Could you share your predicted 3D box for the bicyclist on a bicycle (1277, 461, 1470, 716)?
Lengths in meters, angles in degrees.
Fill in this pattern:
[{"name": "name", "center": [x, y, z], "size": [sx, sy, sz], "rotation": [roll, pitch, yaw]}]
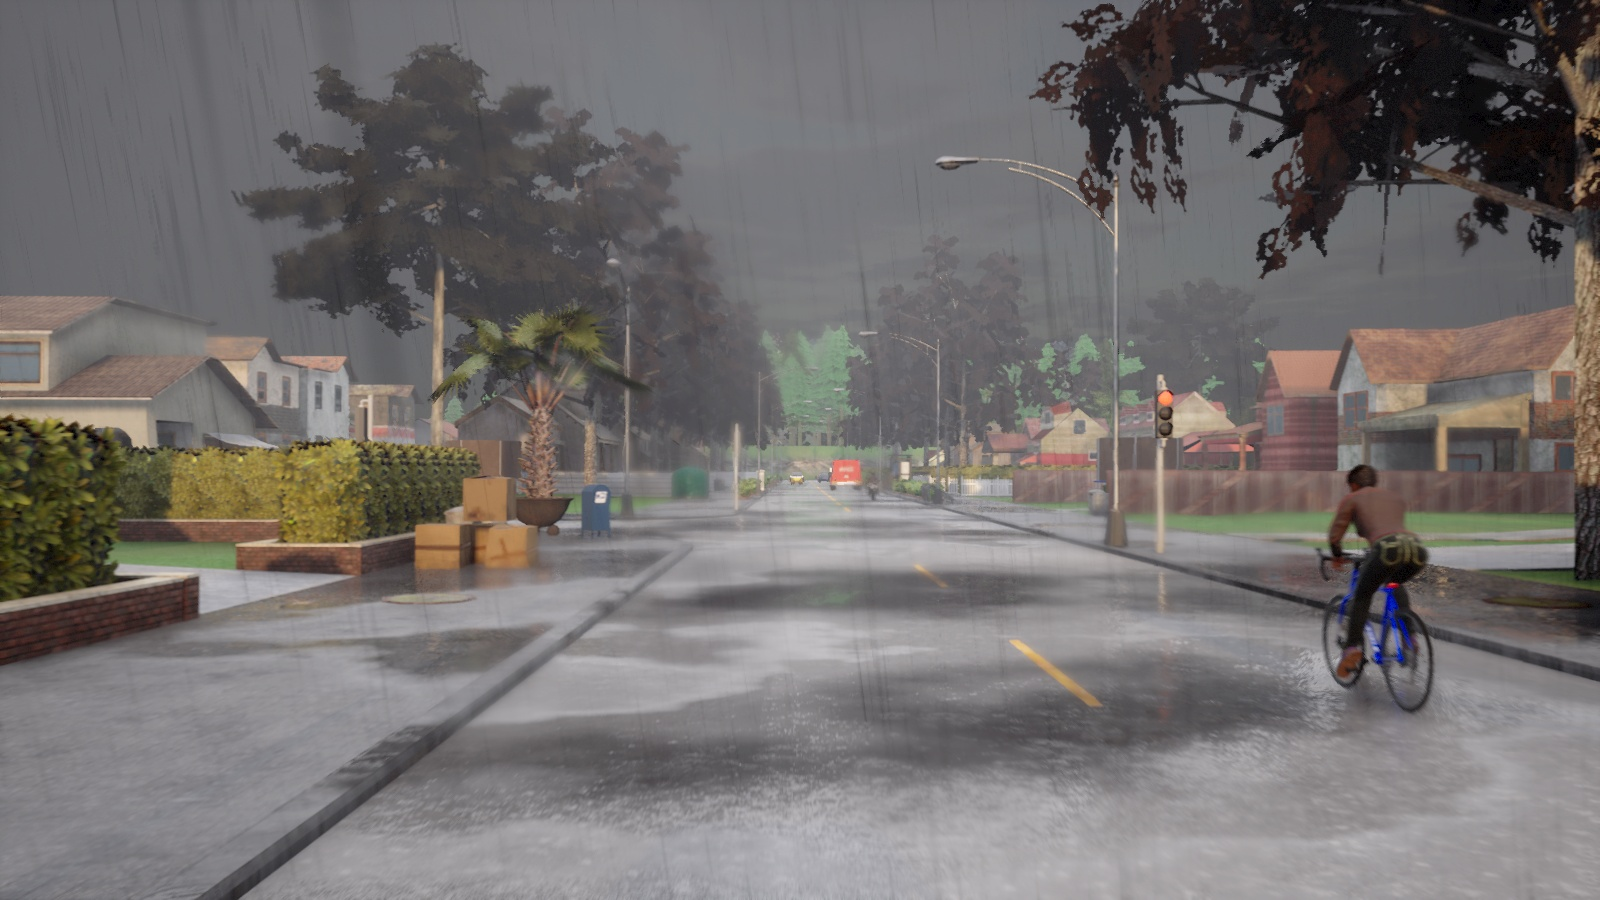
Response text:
[{"name": "bicyclist on a bicycle", "center": [3.976, 0.900, 8.847], "size": [0.582, 1.620, 1.656], "rotation": [0, -1, 0]}]
